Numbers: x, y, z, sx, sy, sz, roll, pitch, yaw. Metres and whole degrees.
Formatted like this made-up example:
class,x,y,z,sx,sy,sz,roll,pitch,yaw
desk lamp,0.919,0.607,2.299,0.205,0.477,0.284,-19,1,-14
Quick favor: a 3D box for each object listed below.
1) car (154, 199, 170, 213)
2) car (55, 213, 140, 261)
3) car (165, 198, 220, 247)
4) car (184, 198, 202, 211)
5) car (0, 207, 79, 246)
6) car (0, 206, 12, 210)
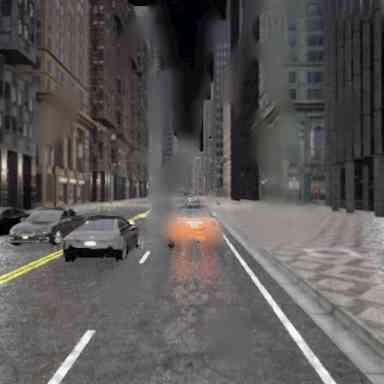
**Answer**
class,x,y,z,sx,sy,sz,roll,pitch,yaw
car,-3.152,1.516,37.458,1.837,1.490,4.892,0,0,0
car,-3.150,1.567,12.312,1.994,1.385,4.181,0,0,0
car,0.098,1.356,15.238,2.097,1.767,4.553,0,0,0
car,0.098,1.504,41.570,2.128,1.511,4.902,0,0,0
car,-6.520,1.506,15.471,1.837,1.490,4.892,0,1,0
car,-9.759,1.482,16.418,1.882,1.535,5.008,0,0,0
